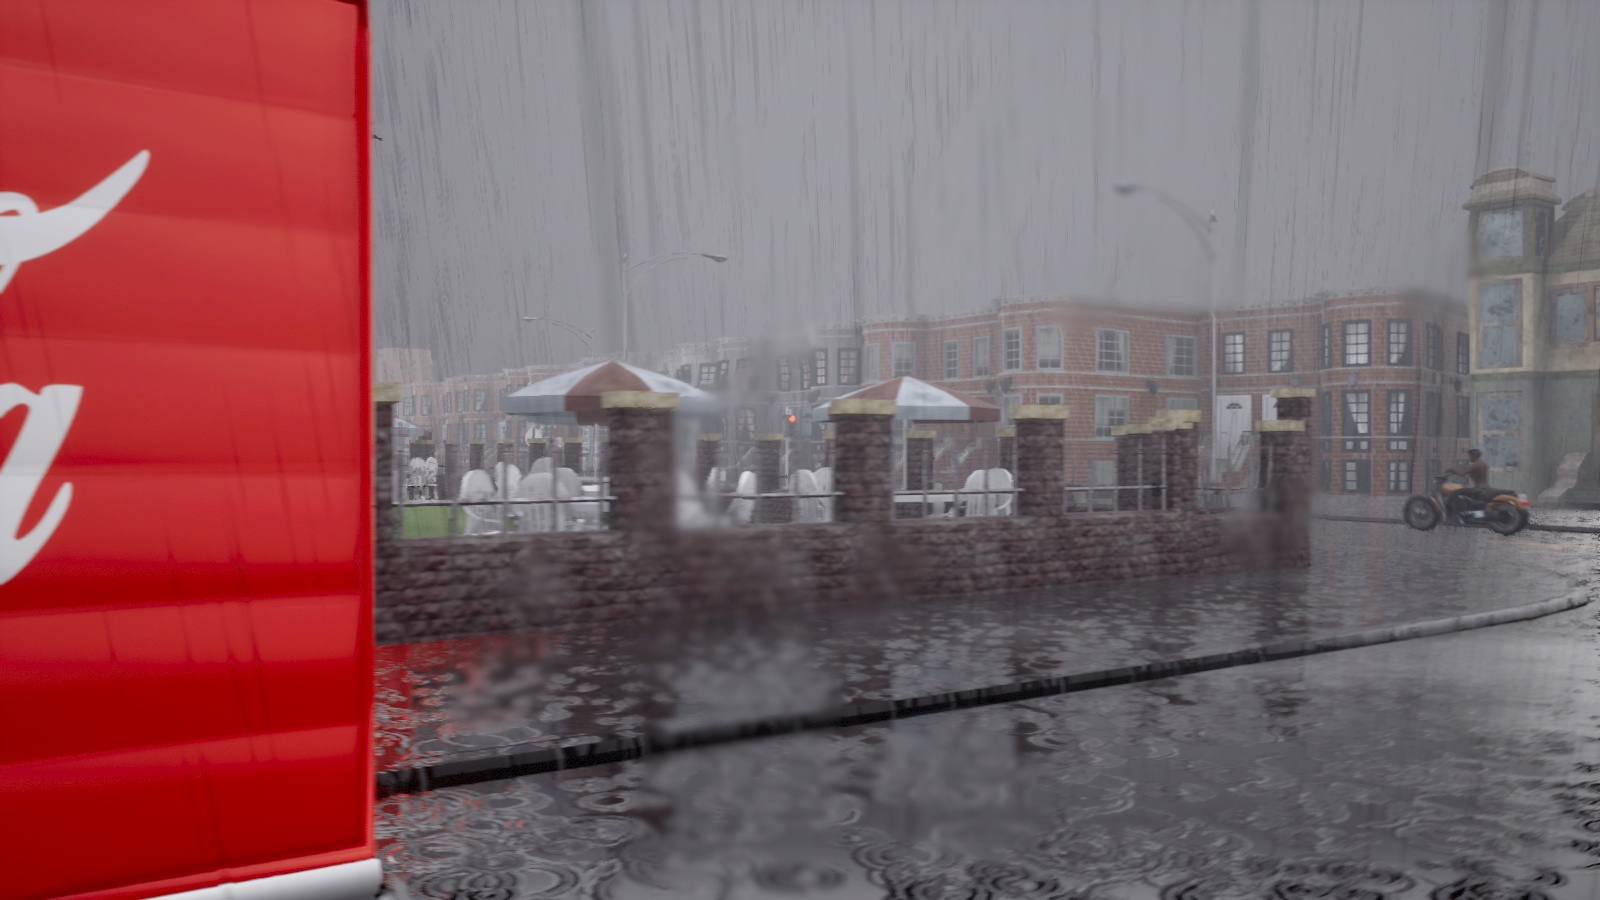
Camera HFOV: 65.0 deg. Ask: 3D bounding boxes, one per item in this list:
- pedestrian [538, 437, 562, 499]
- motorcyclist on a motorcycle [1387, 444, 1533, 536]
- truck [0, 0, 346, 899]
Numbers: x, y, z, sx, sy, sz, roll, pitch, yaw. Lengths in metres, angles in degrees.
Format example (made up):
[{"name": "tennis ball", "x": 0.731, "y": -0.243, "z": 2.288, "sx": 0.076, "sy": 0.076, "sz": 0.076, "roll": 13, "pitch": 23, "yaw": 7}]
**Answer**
[{"name": "pedestrian", "x": -7.988, "y": 0.570, "z": 40.131, "sx": 0.659, "sy": 1.952, "sz": 0.873, "roll": 0, "pitch": 0, "yaw": -17}, {"name": "motorcyclist on a motorcycle", "x": 12.425, "y": 0.727, "z": 23.722, "sx": 0.766, "sy": 1.649, "sz": 2.350, "roll": 0, "pitch": 0, "yaw": -33}, {"name": "truck", "x": -3.657, "y": 0.270, "z": 1.722, "sx": 5.204, "sy": 2.467, "sz": 2.627, "roll": 0, "pitch": 0, "yaw": -35}]
